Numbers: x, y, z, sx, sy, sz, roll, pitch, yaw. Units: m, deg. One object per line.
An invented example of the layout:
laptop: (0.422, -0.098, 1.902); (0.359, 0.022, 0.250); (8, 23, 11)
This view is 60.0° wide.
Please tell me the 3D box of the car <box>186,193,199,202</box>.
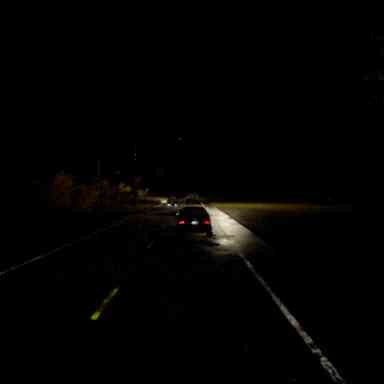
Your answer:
car: (0.134, 1.117, 59.783); (2.150, 2.045, 5.566); (0, 0, 0)

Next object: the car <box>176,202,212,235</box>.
car: (0.110, 1.528, 18.484); (2.033, 1.411, 5.357); (0, 0, 0)

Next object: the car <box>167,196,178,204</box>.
car: (-3.466, 1.443, 60.418); (2.033, 1.411, 5.357); (0, 0, 0)
